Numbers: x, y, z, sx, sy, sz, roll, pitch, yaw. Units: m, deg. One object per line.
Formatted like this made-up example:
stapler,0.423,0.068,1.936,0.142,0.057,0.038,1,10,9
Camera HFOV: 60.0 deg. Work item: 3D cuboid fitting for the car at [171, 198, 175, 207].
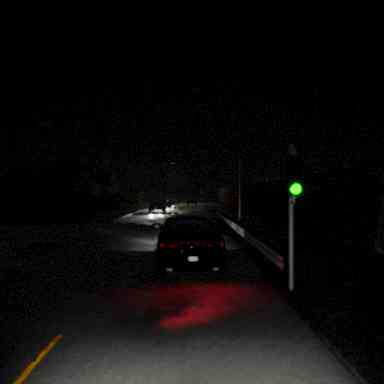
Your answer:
car,-4.072,1.565,49.634,2.128,1.511,4.902,0,0,0

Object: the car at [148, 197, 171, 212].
car,-4.095,1.551,40.153,2.128,1.511,4.902,0,0,0

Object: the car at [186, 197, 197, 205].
car,0.000,1.616,60.618,1.812,1.442,4.674,0,0,0

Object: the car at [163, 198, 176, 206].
car,-4.000,1.689,59.685,1.895,1.301,4.718,0,0,0

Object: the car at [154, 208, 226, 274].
car,-0.174,1.493,10.660,1.882,1.535,5.008,0,0,-5
